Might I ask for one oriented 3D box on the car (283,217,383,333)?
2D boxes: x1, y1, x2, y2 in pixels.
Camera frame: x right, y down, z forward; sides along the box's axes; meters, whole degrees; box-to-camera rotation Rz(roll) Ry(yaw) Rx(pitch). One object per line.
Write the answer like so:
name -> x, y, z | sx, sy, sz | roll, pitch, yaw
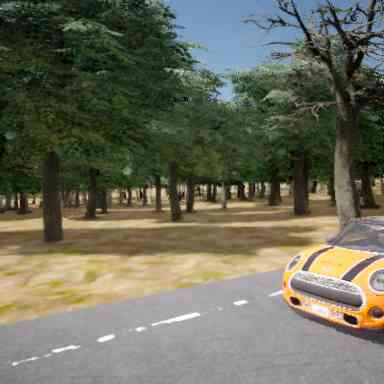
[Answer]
car -> 3.936, 1.323, 6.687 | 4.553, 1.767, 2.097 | 0, 0, -34
